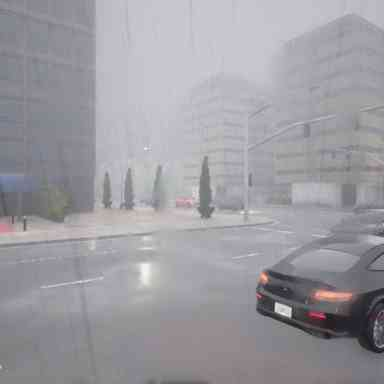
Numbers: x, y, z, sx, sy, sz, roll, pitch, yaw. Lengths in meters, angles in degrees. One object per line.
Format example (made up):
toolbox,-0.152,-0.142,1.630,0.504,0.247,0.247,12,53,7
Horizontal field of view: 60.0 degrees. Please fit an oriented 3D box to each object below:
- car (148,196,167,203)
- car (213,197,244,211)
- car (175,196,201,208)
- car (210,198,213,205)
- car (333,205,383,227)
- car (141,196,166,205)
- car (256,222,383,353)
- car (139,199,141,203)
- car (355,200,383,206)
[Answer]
car,-7.371,1.599,69.788,1.895,1.301,4.718,0,0,-35
car,4.885,1.564,39.858,1.994,1.385,4.181,0,0,-35
car,-0.500,1.352,47.535,2.097,1.767,4.553,0,0,-35
car,4.035,1.504,53.601,1.837,1.490,4.892,0,0,-35
car,7.565,1.505,13.729,4.892,1.490,1.837,0,0,-36
car,-6.196,1.564,55.671,1.994,1.385,4.181,0,0,-35
car,3.190,1.526,6.098,4.674,1.442,1.812,0,0,-35
car,-8.767,1.564,65.750,1.994,1.385,4.181,0,0,-35
car,18.906,1.526,33.659,4.674,1.442,1.812,0,1,33
